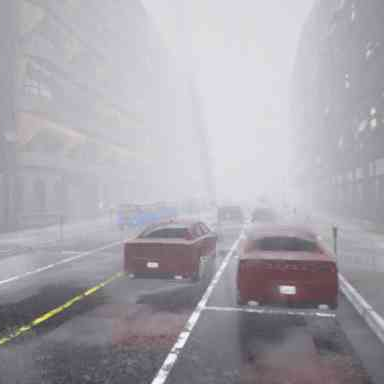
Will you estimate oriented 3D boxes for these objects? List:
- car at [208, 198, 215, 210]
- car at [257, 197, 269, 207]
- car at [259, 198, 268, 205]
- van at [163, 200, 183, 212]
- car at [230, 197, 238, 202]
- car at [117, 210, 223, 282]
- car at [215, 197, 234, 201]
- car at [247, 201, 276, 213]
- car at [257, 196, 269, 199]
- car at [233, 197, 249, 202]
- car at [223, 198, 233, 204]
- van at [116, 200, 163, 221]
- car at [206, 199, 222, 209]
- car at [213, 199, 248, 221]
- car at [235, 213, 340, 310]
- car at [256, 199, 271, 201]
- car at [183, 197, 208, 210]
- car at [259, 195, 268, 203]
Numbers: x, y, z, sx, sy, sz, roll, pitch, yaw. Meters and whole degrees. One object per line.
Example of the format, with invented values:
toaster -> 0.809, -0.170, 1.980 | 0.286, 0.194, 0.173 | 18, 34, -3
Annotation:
car -> 1.230, 1.601, 43.192 | 2.192, 1.841, 5.009 | 0, 0, 12
car -> 12.388, 1.669, 57.698 | 1.967, 1.590, 4.097 | 0, 0, 12
car -> 14.724, 1.875, 68.510 | 1.802, 1.307, 4.206 | 0, 0, 12
van -> -2.274, 1.558, 26.976 | 1.690, 1.788, 3.998 | 0, 0, 12
car -> 11.740, 2.165, 91.846 | 1.802, 1.307, 4.206 | 0, 0, 12
car -> -0.391, 1.548, 10.157 | 1.882, 1.535, 5.008 | -1, 0, 12
car -> 4.474, 1.785, 46.174 | 1.812, 1.442, 4.674 | -1, -1, 12
car -> 5.413, 1.623, 25.252 | 1.887, 1.381, 4.507 | 0, 0, 12
car -> 7.757, 1.563, 36.063 | 1.967, 1.590, 4.097 | 0, 0, 12
car -> 6.730, 1.725, 43.572 | 1.812, 1.442, 4.674 | -1, 0, 12
car -> 8.235, 2.011, 75.627 | 1.887, 1.381, 4.507 | 0, 0, 12
van -> -3.442, 1.538, 21.569 | 1.690, 1.788, 3.998 | 1, 0, 12
car -> 3.564, 1.904, 54.005 | 1.947, 1.339, 4.313 | 0, 0, 12
car -> 3.193, 1.603, 26.742 | 1.882, 1.535, 5.008 | -1, 0, 12
car -> 2.122, 1.492, 7.987 | 1.882, 1.535, 5.008 | -1, 0, 12
car -> 6.581, 1.644, 30.657 | 1.887, 1.381, 4.507 | 0, 0, 12
car -> 0.062, 1.577, 37.787 | 2.192, 1.841, 5.009 | 0, 0, 12
car -> 17.061, 1.680, 79.324 | 2.192, 1.841, 5.009 | 0, 0, 12
